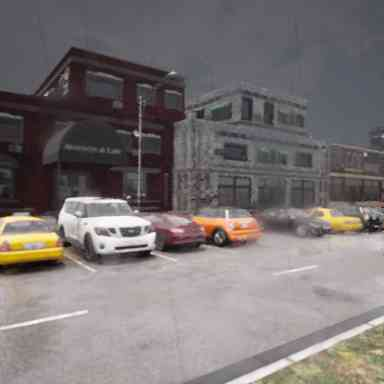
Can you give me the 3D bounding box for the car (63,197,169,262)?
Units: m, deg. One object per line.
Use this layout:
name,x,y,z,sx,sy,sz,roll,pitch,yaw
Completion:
car,-3.477,1.254,12.779,2.435,2.045,5.566,1,0,-35

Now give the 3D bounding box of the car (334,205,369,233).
car,7.820,1.710,21.066,1.946,1.575,5.366,1,-1,-35

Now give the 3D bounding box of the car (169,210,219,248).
car,-1.233,1.577,14.406,2.002,1.452,4.674,1,-1,-35

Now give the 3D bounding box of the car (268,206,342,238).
car,5.658,1.668,19.310,2.231,1.521,4.892,1,-1,-35

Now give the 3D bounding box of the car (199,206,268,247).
car,1.051,1.450,15.992,2.185,1.767,4.553,1,-1,-35

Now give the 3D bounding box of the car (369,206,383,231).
car,10.114,1.632,22.435,2.185,1.767,4.553,1,-1,-36

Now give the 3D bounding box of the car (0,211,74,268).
car,-5.868,1.478,11.343,1.946,1.575,5.366,1,0,-35
